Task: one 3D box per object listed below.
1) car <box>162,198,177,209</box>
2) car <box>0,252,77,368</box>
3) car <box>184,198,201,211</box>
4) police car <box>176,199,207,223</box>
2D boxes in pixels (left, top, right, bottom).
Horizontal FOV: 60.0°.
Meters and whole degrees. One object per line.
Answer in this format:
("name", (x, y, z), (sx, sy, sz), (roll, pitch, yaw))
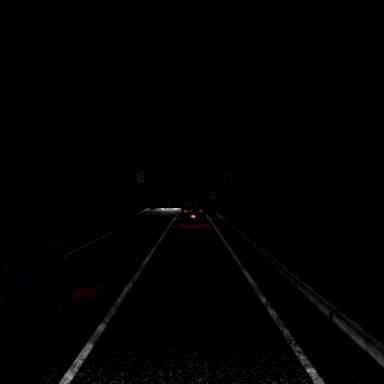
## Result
("car", (-3.094, 1.566, 46.438), (1.994, 1.385, 4.181), (0, 0, 0))
("car", (-3.101, 1.548, 4.083), (2.033, 1.411, 5.357), (0, 0, 0))
("car", (0.087, 1.565, 42.856), (2.033, 1.411, 5.357), (0, 0, 0))
("police car", (0.092, 1.548, 25.742), (2.038, 1.542, 4.974), (0, 0, 0))
